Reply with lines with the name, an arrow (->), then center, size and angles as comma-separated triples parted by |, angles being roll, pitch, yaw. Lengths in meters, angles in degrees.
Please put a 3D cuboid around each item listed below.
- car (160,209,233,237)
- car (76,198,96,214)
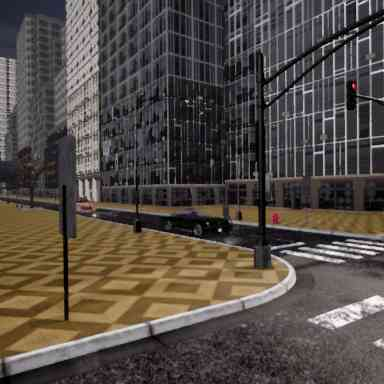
car -> 0.151, 1.640, 18.707 | 1.895, 1.301, 4.718 | -1, 0, -35
car -> -12.089, 1.418, 36.194 | 2.097, 1.767, 4.553 | -1, 0, -35
